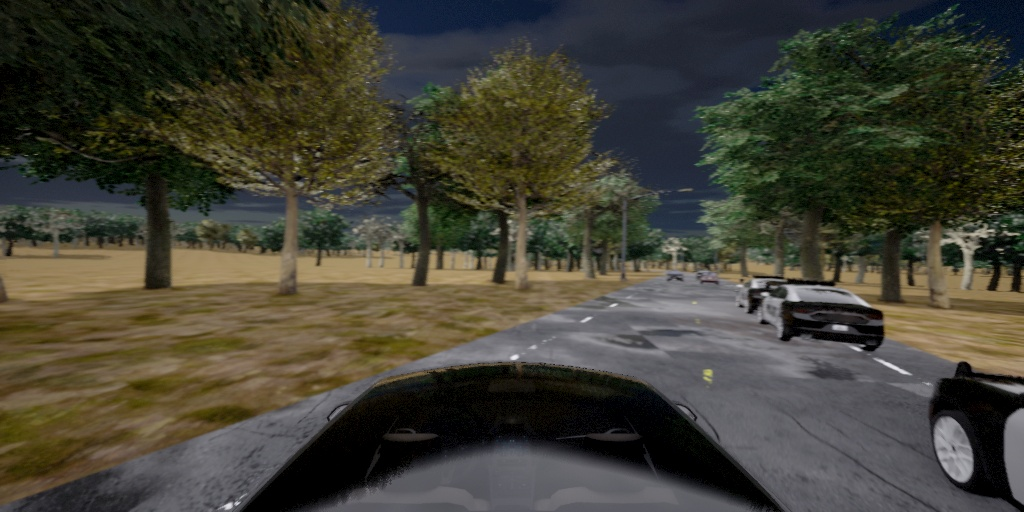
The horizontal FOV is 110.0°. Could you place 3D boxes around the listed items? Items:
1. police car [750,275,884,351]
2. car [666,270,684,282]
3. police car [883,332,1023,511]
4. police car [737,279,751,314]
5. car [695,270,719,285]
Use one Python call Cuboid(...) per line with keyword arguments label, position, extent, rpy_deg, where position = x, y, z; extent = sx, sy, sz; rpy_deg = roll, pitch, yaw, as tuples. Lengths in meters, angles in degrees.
Cuboid(label="police car", position=(8.695, 1.514, 10.574), extent=(1.930, 1.638, 5.238), rpy_deg=(2, 0, 26))
Cuboid(label="car", position=(20.701, 2.531, 45.467), extent=(2.033, 1.411, 5.357), rpy_deg=(1, -1, 26))
Cuboid(label="police car", position=(4.273, 1.294, 1.595), extent=(1.930, 1.638, 5.238), rpy_deg=(1, -1, 26))
Cuboid(label="police car", position=(11.336, 1.685, 15.971), extent=(1.930, 1.638, 5.238), rpy_deg=(2, -1, 26))
Cuboid(label="car", position=(22.437, 2.518, 40.901), extent=(2.033, 1.411, 5.357), rpy_deg=(1, -1, 26))
